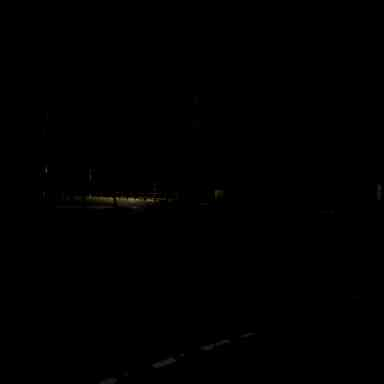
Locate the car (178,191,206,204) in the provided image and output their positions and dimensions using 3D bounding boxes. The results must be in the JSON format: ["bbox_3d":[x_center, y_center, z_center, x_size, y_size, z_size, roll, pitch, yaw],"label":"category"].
[{"bbox_3d":[-0.101,0.807,54.354,2.150,2.045,5.566,1,0,-36],"label":"car"}]

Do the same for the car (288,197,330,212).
[{"bbox_3d":[12.828,1.341,36.675,1.812,1.442,4.674,1,0,-36],"label":"car"}]
